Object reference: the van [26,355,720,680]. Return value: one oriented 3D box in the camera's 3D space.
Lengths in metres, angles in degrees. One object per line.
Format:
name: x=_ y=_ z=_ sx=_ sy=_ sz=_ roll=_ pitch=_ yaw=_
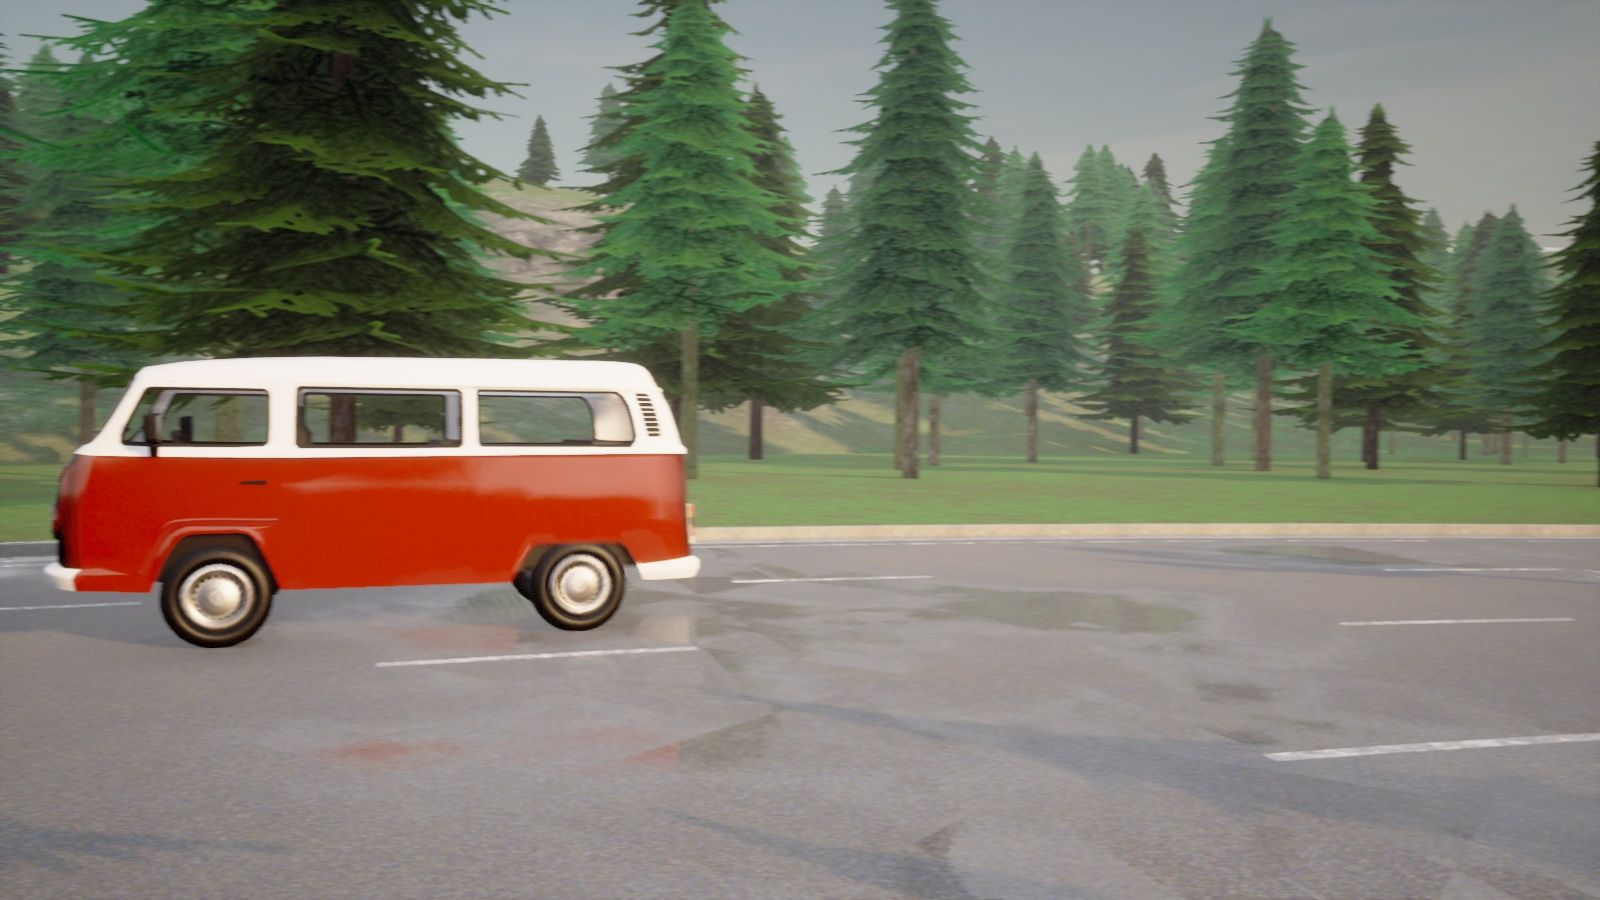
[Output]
van: x=-3.071 y=0.371 z=9.602 sx=4.480 sy=2.038 sz=2.069 roll=-1 pitch=1 yaw=-20
